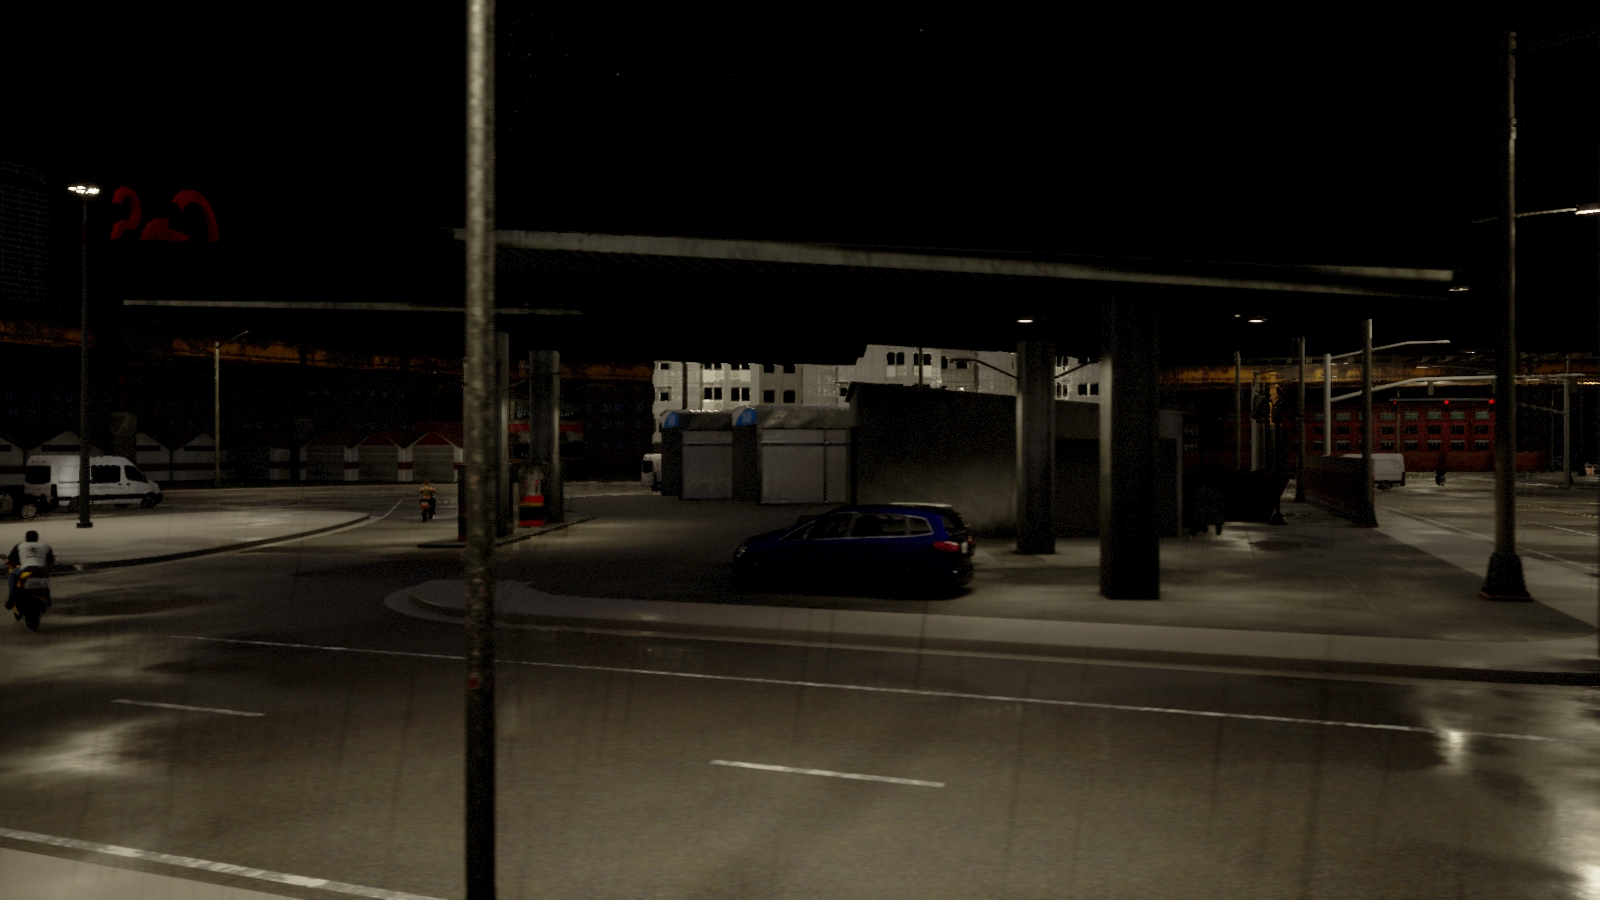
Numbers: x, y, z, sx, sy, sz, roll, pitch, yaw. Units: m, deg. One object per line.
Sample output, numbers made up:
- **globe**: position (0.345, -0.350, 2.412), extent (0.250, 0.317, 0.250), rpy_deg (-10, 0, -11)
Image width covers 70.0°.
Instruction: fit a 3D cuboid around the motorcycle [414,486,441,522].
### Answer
- **motorcycle**: position (-14.808, 2.137, 45.481), extent (0.764, 1.332, 2.356), rpy_deg (0, 0, -12)
